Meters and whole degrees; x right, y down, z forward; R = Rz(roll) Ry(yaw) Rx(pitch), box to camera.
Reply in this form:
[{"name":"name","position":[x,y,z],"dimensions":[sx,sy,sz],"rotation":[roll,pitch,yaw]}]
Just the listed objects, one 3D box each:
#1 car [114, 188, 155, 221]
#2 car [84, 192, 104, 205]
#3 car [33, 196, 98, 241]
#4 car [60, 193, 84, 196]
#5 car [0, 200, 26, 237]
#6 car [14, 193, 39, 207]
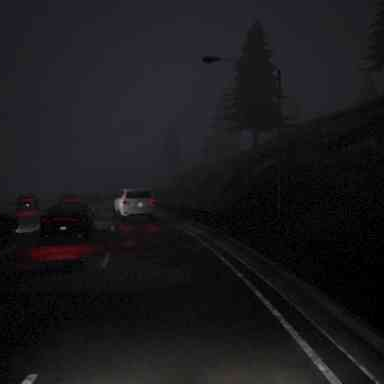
[{"name":"car","position":[-3.979,0.772,22.460],"dimensions":[2.150,2.045,5.566],"rotation":[0,1,-19]},{"name":"car","position":[-11.822,0.742,39.368],"dimensions":[1.812,1.442,4.674],"rotation":[-1,1,-27]},{"name":"car","position":[-5.476,1.177,15.041],"dimensions":[1.882,1.535,5.008],"rotation":[0,1,-13]},{"name":"car","position":[-11.897,0.871,31.866],"dimensions":[1.837,1.490,4.892],"rotation":[0,1,-26]},{"name":"car","position":[-8.530,1.285,13.168],"dimensions":[2.033,1.411,5.357],"rotation":[0,1,-13]},{"name":"car","position":[-15.670,0.877,31.609],"dimensions":[1.837,1.490,4.892],"rotation":[0,1,-27]}]
